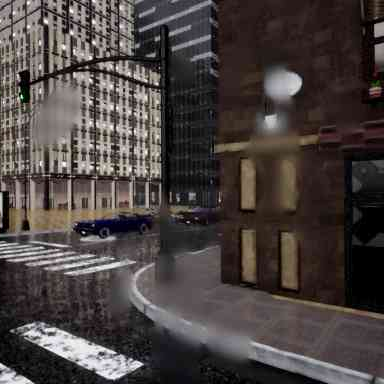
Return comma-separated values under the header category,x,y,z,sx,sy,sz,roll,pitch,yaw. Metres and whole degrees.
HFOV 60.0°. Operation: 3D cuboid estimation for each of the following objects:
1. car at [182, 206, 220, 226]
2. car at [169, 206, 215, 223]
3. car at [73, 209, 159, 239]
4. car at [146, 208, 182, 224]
category,x,y,z,sx,sy,sz,roll,pitch,yaw
car,1.259,1.922,27.109,2.033,1.411,5.357,-1,-1,35
car,0.059,1.974,30.163,2.008,1.369,4.403,-2,-2,35
car,-4.364,1.835,19.155,1.895,1.301,4.718,-1,-1,36
car,-3.134,1.893,25.600,2.008,1.369,4.403,-2,-2,35
